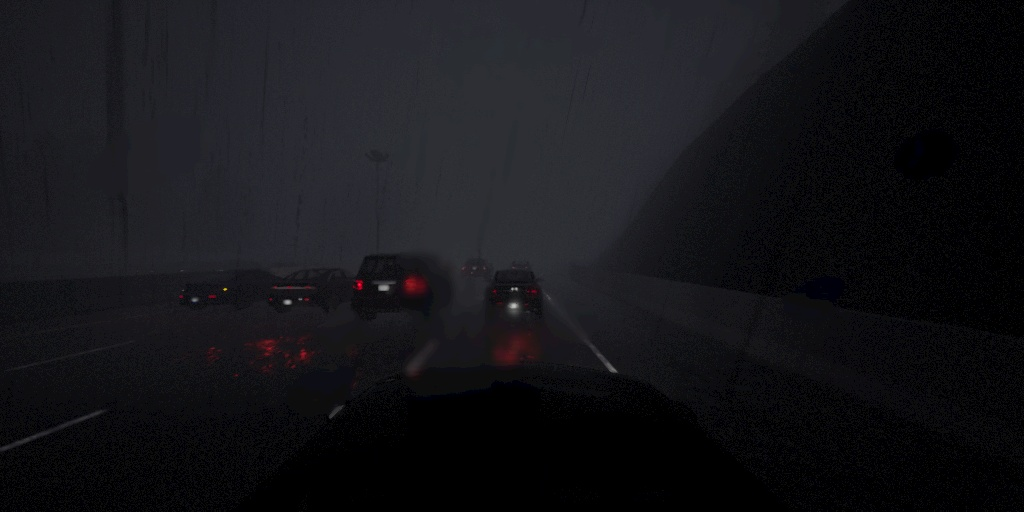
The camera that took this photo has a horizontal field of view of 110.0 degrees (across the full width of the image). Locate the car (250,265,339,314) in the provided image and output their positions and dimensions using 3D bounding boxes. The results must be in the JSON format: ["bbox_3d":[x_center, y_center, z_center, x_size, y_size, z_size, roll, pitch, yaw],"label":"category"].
[{"bbox_3d":[-6.910,1.199,13.478,2.128,1.511,4.902,0,0,0],"label":"car"}]

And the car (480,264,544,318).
[{"bbox_3d":[0.089,1.205,12.801,1.837,1.490,4.892,0,0,0],"label":"car"}]

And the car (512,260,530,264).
[{"bbox_3d":[0.793,1.115,30.089,2.128,1.511,4.902,0,0,5],"label":"car"}]

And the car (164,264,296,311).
[{"bbox_3d":[-10.421,1.234,14.106,1.812,1.442,4.674,0,0,0],"label":"car"}]

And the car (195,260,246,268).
[{"bbox_3d":[-23.887,1.145,31.000,2.128,1.511,4.902,0,0,5],"label":"car"}]

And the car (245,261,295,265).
[{"bbox_3d":[-20.342,1.246,31.425,1.895,1.301,4.718,0,0,5],"label":"car"}]

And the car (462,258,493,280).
[{"bbox_3d":[-2.738,0.981,29.818,2.097,1.767,4.553,0,0,4],"label":"car"}]

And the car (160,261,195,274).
[{"bbox_3d":[-27.365,1.180,31.409,1.812,1.442,4.674,0,0,5],"label":"car"}]

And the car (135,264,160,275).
[{"bbox_3d":[-30.766,1.200,32.777,2.033,1.411,5.357,0,0,5],"label":"car"}]

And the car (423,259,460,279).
[{"bbox_3d":[-6.096,1.103,31.691,1.882,1.535,5.008,0,0,5],"label":"car"}]

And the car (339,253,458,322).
[{"bbox_3d":[-3.416,0.930,12.260,2.150,2.045,5.566,0,0,0],"label":"car"}]
